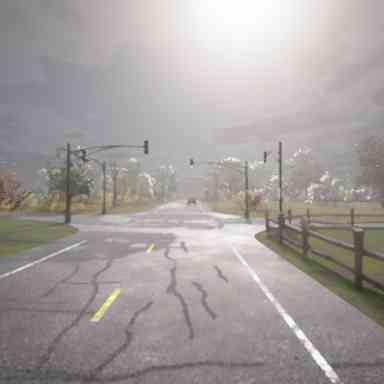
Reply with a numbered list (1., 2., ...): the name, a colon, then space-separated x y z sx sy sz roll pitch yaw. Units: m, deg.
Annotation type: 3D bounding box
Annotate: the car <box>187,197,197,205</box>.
1. car: -0.023 2.112 80.564 2.150 2.045 5.566 0 -1 0
